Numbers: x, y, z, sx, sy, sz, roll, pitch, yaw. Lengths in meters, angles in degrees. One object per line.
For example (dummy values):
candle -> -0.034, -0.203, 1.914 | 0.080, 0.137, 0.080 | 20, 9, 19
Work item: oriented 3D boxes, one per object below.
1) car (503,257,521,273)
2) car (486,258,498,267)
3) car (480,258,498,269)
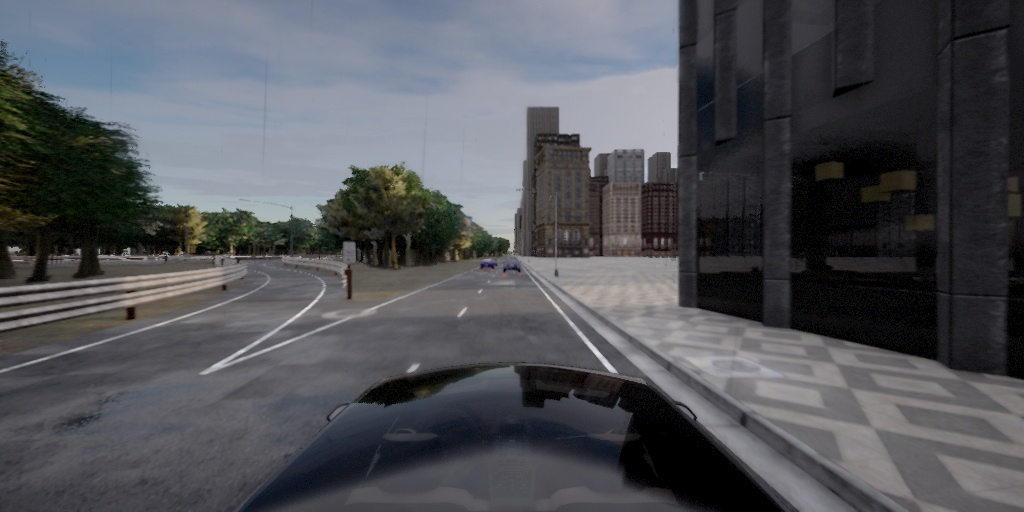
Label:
car -> -0.005, 1.014, 42.647 | 2.097, 1.767, 4.553 | 0, 0, 0
car -> -3.508, 1.087, 62.395 | 1.812, 1.442, 4.674 | 0, 0, 0
car -> -3.507, 1.098, 51.926 | 1.882, 1.535, 5.008 | 0, 0, 0
